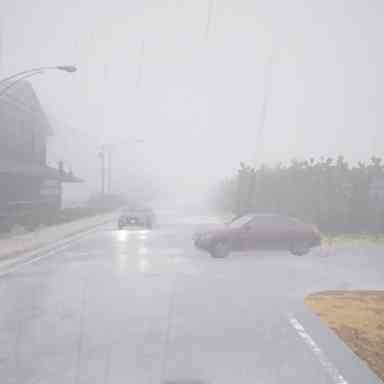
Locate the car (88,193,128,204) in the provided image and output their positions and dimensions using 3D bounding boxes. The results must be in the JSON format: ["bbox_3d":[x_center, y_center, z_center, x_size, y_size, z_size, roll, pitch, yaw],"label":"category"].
[{"bbox_3d":[-11.934,1.197,47.218,5.566,2.045,2.150,0,0,-4],"label":"car"}]

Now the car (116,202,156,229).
[{"bbox_3d":[-3.480,1.566,21.631,1.994,1.385,4.181,0,0,1],"label":"car"}]

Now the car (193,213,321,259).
[{"bbox_3d":[2.359,1.527,12.221,4.674,1.442,1.812,0,0,-9],"label":"car"}]
